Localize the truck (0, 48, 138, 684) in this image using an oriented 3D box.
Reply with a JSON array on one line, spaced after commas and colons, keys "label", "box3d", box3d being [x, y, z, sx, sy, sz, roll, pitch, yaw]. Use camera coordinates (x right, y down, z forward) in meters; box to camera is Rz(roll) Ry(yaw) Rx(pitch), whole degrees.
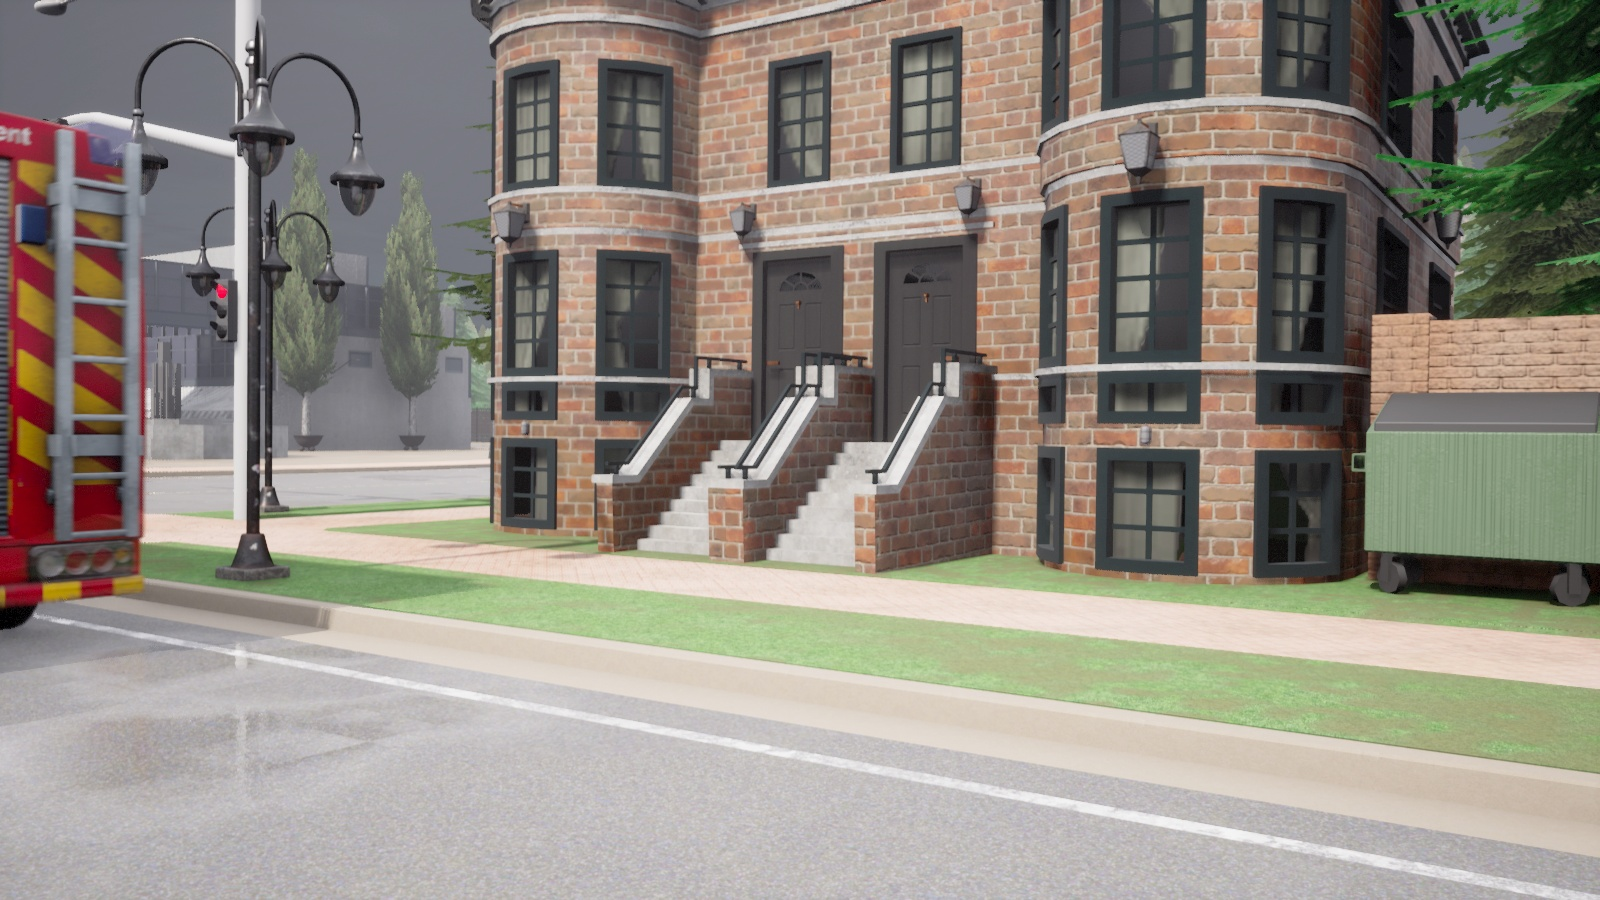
[{"label": "truck", "box3d": [-8.700, -0.504, 9.378, 8.468, 3.827, 2.891, 0, 1, 34]}]
